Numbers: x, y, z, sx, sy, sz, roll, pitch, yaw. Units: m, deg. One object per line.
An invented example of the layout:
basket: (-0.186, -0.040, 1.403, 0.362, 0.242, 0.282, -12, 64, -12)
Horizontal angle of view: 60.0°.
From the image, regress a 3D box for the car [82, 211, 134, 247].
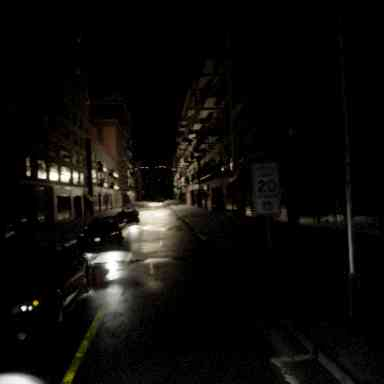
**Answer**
car: (-4.251, 1.897, 16.369, 1.994, 1.385, 4.181, -2, -1, -5)

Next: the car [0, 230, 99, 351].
car: (-3.302, 1.762, 6.557, 1.994, 1.385, 4.181, -2, -1, -6)

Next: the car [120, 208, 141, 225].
car: (-5.421, 2.059, 28.421, 1.994, 1.385, 4.181, -2, -1, -5)
